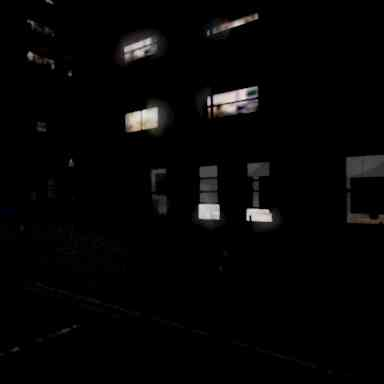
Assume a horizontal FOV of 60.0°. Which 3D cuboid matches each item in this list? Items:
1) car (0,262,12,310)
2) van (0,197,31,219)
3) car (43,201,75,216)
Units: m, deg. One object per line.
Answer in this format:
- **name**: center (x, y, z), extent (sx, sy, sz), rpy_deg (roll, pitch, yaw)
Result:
- **car**: center (-5.180, 1.561, 6.442), extent (4.313, 1.339, 1.947), rpy_deg (0, -1, 36)
- **van**: center (-14.977, 1.277, 26.382), extent (1.690, 1.788, 3.998), rpy_deg (0, 0, 35)
- **car**: center (-11.716, 1.483, 30.986), extent (1.802, 1.307, 4.206), rpy_deg (0, 0, 35)
